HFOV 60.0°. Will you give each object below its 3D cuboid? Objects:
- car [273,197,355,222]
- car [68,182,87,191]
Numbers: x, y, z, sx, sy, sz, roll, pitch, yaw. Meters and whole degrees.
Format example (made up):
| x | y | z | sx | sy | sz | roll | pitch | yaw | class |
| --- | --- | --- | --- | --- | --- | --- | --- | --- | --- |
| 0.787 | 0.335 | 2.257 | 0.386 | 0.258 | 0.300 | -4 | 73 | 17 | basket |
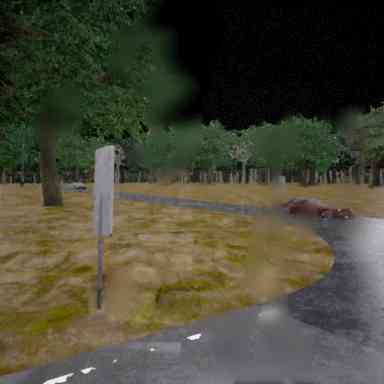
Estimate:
| x | y | z | sx | sy | sz | roll | pitch | yaw | class |
| --- | --- | --- | --- | --- | --- | --- | --- | --- | --- |
| 7.524 | 1.040 | 20.851 | 1.895 | 1.301 | 4.718 | 2 | 1 | -38 | car |
| -18.729 | -0.986 | 54.288 | 1.994 | 1.385 | 4.181 | 2 | 2 | -38 | car |
